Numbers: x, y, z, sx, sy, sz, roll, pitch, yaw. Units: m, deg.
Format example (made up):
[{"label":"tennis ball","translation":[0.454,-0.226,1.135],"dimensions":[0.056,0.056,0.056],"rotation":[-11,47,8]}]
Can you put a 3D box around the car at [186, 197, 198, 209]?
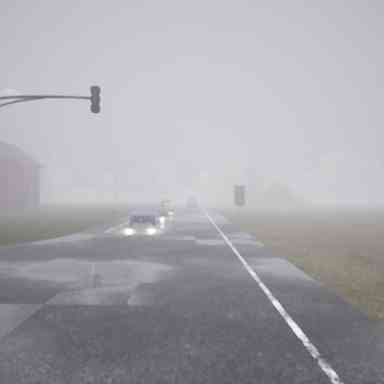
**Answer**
[{"label":"car","translation":[0.078,2.032,56.018],"dimensions":[2.033,1.411,5.357],"rotation":[0,-1,-1]}]

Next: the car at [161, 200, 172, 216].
[{"label":"car","translation":[-3.607,1.884,35.924],"dimensions":[1.994,1.385,4.181],"rotation":[0,0,-1]}]

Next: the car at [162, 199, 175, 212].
[{"label":"car","translation":[-3.559,1.756,45.951],"dimensions":[2.097,1.767,4.553],"rotation":[0,0,1]}]

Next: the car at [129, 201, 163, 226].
[{"label":"car","translation":[-3.611,1.713,26.031],"dimensions":[1.882,1.535,5.008],"rotation":[0,0,0]}]
